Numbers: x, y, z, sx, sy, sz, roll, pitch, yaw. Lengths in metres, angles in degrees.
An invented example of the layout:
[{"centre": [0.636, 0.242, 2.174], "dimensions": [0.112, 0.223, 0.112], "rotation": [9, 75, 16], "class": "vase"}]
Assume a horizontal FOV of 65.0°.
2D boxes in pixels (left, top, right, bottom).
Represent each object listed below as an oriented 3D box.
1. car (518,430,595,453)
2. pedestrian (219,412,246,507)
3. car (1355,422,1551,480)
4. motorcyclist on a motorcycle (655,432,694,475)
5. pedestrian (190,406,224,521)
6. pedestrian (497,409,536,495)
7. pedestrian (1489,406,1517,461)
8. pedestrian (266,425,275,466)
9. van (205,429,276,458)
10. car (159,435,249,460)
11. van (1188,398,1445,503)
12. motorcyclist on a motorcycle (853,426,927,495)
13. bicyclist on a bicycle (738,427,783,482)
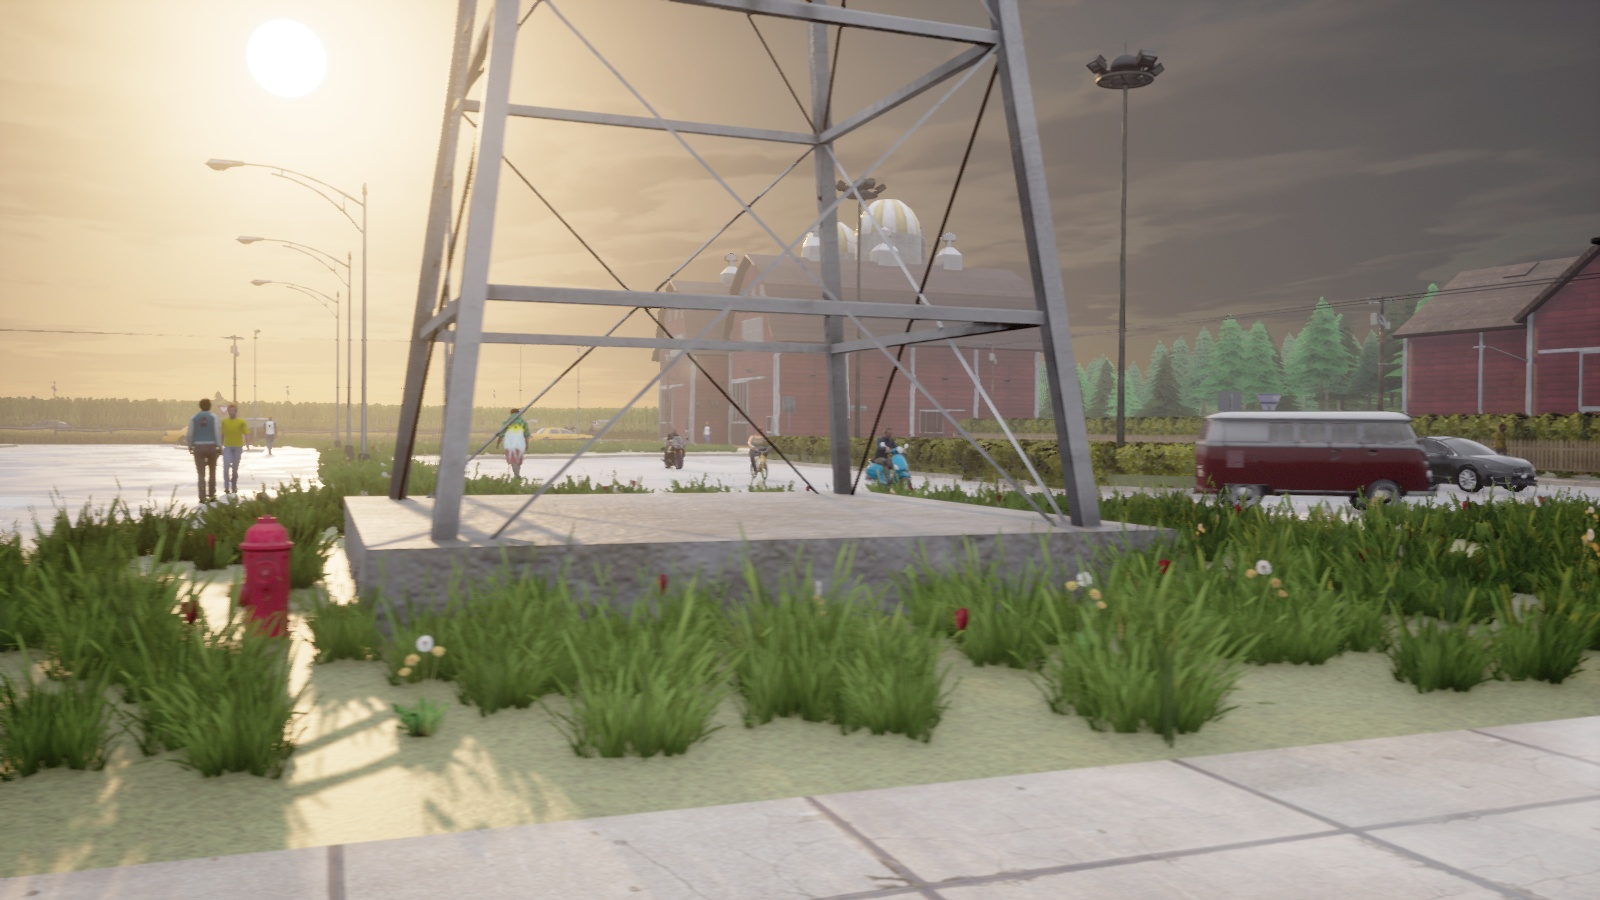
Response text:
[{"centre": [-18.173, -0.630, 93.963], "dimensions": [5.366, 1.575, 1.801], "rotation": [-2, 1, -33], "class": "car"}, {"centre": [-11.097, 0.175, 24.579], "dimensions": [0.354, 1.836, 0.706], "rotation": [-1, 1, -17], "class": "pedestrian"}, {"centre": [18.209, -0.018, 35.328], "dimensions": [1.837, 1.490, 4.892], "rotation": [-1, 2, -21], "class": "car"}, {"centre": [-4.654, 0.108, 46.431], "dimensions": [0.866, 1.530, 2.191], "rotation": [-1, 1, -22], "class": "motorcyclist on a motorcycle"}, {"centre": [-10.112, 0.216, 21.434], "dimensions": [0.396, 1.930, 0.692], "rotation": [-1, 1, -17], "class": "pedestrian"}, {"centre": [-6.538, 0.043, 28.939], "dimensions": [0.659, 1.952, 0.873], "rotation": [-1, 1, -25], "class": "pedestrian"}, {"centre": [23.584, -0.546, 42.149], "dimensions": [0.431, 1.840, 0.709], "rotation": [-1, 1, -22], "class": "pedestrian"}, {"centre": [-23.832, -0.206, 56.492], "dimensions": [0.354, 1.836, 0.706], "rotation": [-1, 1, -23], "class": "pedestrian"}, {"centre": [-39.517, -0.459, 88.774], "dimensions": [4.442, 1.987, 1.775], "rotation": [-1, 1, -21], "class": "van"}, {"centre": [-40.169, -0.198, 84.779], "dimensions": [5.366, 1.575, 1.801], "rotation": [-1, 1, -21], "class": "car"}, {"centre": [10.150, 0.004, 24.978], "dimensions": [4.442, 1.987, 1.775], "rotation": [0, 1, 10], "class": "van"}, {"centre": [2.141, 0.219, 30.065], "dimensions": [0.866, 1.590, 1.817], "rotation": [-1, 1, -32], "class": "motorcyclist on a motorcycle"}, {"centre": [-1.191, 0.115, 37.620], "dimensions": [0.866, 1.612, 1.509], "rotation": [-1, 1, -21], "class": "bicyclist on a bicycle"}]
